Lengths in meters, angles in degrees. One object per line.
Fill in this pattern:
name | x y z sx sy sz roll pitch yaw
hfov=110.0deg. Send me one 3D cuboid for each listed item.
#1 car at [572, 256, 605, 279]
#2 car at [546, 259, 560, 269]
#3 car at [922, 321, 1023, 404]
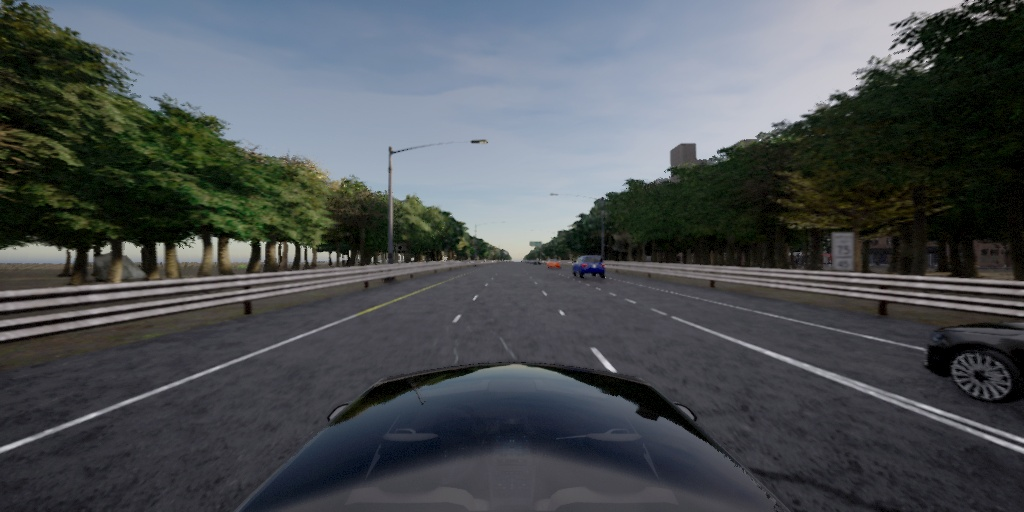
car | 7.015 0.977 33.203 2.150 2.045 5.566 0 0 0
car | 7.119 1.267 62.179 2.097 1.767 4.553 0 -1 0
car | 7.400 1.248 3.494 2.128 1.511 4.902 0 0 -4
